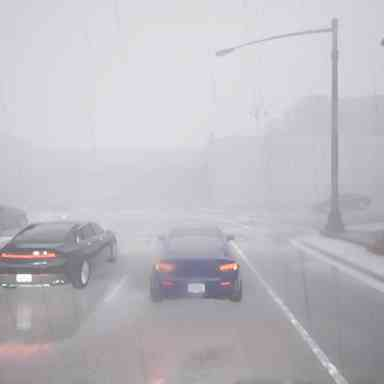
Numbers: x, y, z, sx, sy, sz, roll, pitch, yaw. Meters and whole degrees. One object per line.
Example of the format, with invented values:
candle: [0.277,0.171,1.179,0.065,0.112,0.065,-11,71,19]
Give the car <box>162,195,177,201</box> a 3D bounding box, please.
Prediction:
car: [-5.726,1.510,85.211,1.994,1.385,4.181,0,0,24]

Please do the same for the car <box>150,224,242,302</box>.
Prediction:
car: [0.096,1.522,8.154,1.812,1.442,4.674,0,0,0]

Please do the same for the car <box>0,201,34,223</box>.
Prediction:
car: [-10.670,1.469,17.996,1.882,1.535,5.008,1,0,-5]

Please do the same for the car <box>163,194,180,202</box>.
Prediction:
car: [-4.566,1.318,75.359,2.097,1.767,4.553,0,0,6]

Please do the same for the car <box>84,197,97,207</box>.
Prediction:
car: [-14.854,1.521,52.582,2.033,1.411,5.357,0,0,-1]

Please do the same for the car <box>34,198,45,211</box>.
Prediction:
car: [-18.063,1.485,40.121,1.837,1.490,4.892,0,0,-2]

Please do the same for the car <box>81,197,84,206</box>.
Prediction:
car: [-18.405,1.520,55.136,2.033,1.411,5.357,0,0,-1]

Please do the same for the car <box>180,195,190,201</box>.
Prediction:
car: [-2.043,1.482,84.991,1.812,1.442,4.674,0,0,24]

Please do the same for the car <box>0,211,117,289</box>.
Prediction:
car: [-3.393,1.500,9.169,1.837,1.490,4.892,0,0,0]

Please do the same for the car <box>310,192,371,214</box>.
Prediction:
car: [12.560,0.877,28.305,4.892,1.490,1.837,-7,0,0]

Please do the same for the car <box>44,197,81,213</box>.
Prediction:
car: [-14.474,1.486,37.519,1.837,1.490,4.892,0,0,-2]
